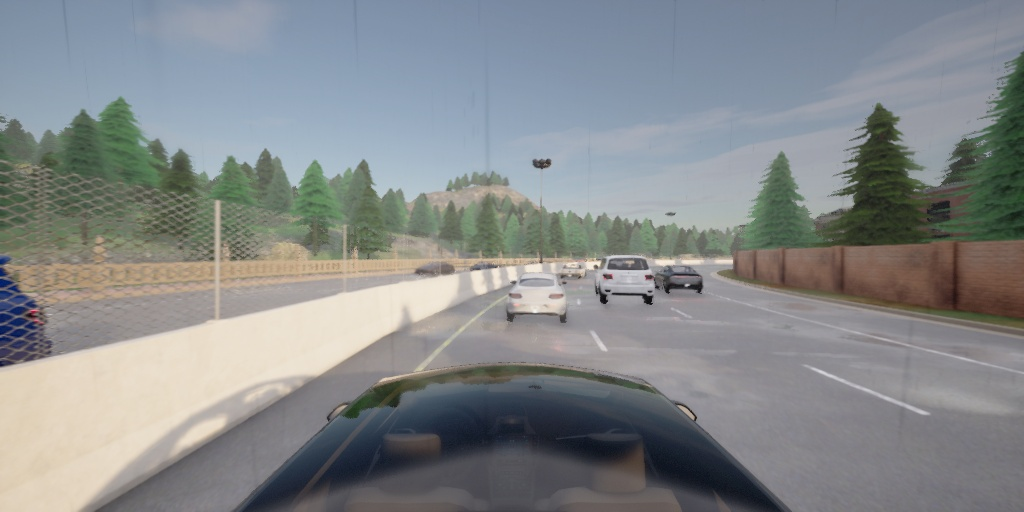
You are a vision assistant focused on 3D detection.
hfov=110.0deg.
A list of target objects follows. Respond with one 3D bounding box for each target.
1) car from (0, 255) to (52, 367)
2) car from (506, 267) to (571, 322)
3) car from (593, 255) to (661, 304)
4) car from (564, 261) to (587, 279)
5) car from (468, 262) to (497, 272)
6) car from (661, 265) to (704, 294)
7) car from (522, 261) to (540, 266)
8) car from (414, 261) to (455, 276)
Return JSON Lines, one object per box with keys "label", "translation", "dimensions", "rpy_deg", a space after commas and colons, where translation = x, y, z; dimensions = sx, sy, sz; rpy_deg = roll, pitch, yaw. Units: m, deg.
{"label": "car", "translation": [-6.995, 0.941, 2.174], "dimensions": [2.150, 2.045, 5.566], "rpy_deg": [0, 0, 1]}
{"label": "car", "translation": [0.909, 1.282, 12.310], "dimensions": [1.812, 1.442, 4.674], "rpy_deg": [0, 0, 7]}
{"label": "car", "translation": [5.085, 0.996, 16.739], "dimensions": [2.150, 2.045, 5.566], "rpy_deg": [0, 0, 10]}
{"label": "car", "translation": [5.677, 1.381, 32.664], "dimensions": [1.895, 1.301, 4.718], "rpy_deg": [0, 0, 19]}
{"label": "car", "translation": [-3.126, 1.307, 39.445], "dimensions": [1.994, 1.385, 4.181], "rpy_deg": [0, 0, 22]}
{"label": "car", "translation": [9.459, 1.286, 20.632], "dimensions": [2.128, 1.511, 4.902], "rpy_deg": [0, 0, 13]}
{"label": "car", "translation": [2.539, 1.333, 43.837], "dimensions": [1.994, 1.385, 4.181], "rpy_deg": [0, 0, 25]}
{"label": "car", "translation": [-7.833, 1.270, 36.989], "dimensions": [2.033, 1.411, 5.357], "rpy_deg": [0, 0, 20]}
